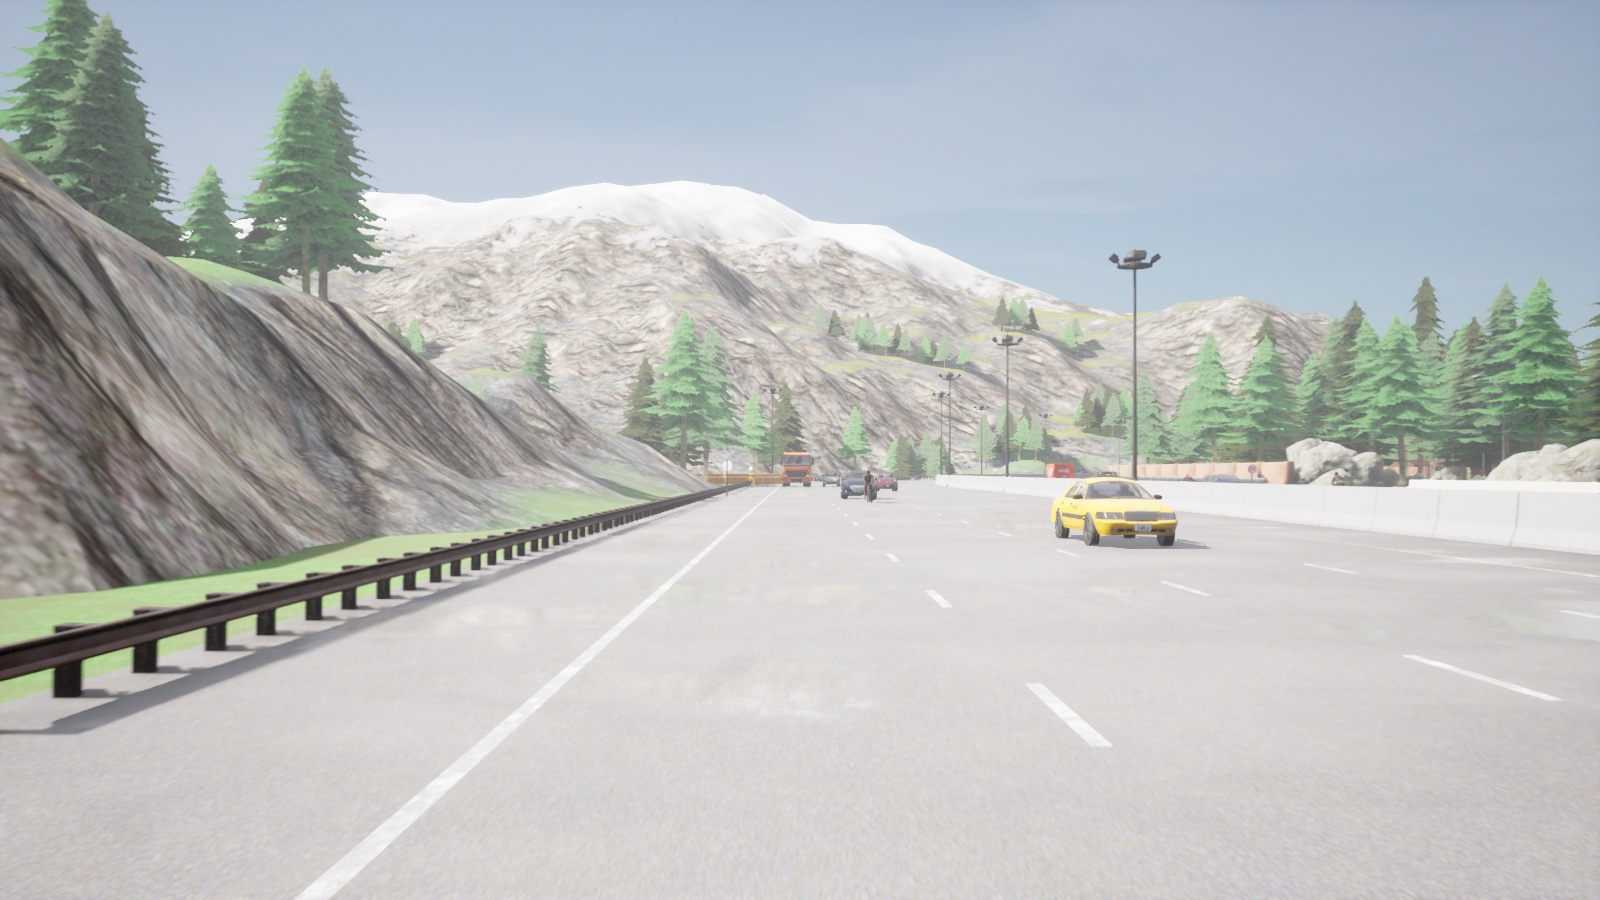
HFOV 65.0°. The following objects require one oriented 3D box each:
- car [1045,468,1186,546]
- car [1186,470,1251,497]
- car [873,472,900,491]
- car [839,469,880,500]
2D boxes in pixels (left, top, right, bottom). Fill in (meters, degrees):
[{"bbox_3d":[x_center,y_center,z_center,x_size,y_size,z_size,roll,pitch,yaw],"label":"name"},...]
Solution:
[{"bbox_3d":[6.931,1.198,28.206,1.801,1.575,5.366,0,-1,0],"label":"car"},{"bbox_3d":[24.323,1.942,73.151,2.163,1.488,4.792,0,-1,0],"label":"car"},{"bbox_3d":[6.763,2.447,98.298,1.845,1.501,3.633,0,-1,0],"label":"car"},{"bbox_3d":[3.328,1.923,71.175,2.033,1.649,4.856,0,-1,0],"label":"car"}]
